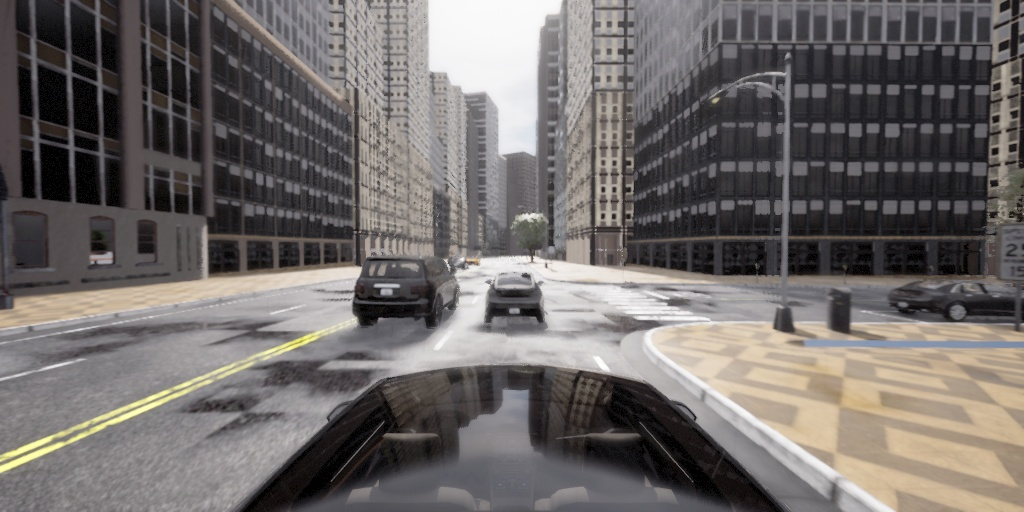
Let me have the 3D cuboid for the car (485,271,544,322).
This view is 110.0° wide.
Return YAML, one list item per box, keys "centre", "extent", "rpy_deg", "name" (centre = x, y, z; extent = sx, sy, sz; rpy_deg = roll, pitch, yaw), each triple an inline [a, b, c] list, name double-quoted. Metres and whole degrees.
- centre: [0.089, 1.286, 12.709]
  extent: [1.837, 1.490, 4.892]
  rpy_deg: [0, 1, 0]
  name: "car"

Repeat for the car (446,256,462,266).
- centre: [-9.775, 0.801, 60.862]
  extent: [1.837, 1.490, 4.892]
  rpy_deg: [0, 1, 1]
  name: "car"

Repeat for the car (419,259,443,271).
- centre: [-9.832, 1.028, 43.753]
  extent: [1.895, 1.301, 4.718]
  rpy_deg: [0, 0, 0]
  name: "car"

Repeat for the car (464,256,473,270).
- centre: [-6.578, 0.911, 44.838]
  extent: [2.128, 1.511, 4.902]
  rpy_deg: [0, 0, 0]
  name: "car"

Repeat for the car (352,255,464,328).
- centre: [-3.141, 0.979, 11.695]
  extent: [2.150, 2.045, 5.566]
  rpy_deg: [1, 0, 0]
  name: "car"

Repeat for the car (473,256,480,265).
- centre: [-6.525, 0.776, 60.668]
  extent: [1.882, 1.535, 5.008]
  rpy_deg: [0, 0, 1]
  name: "car"

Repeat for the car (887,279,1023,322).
- centre: [15.915, 1.493, 12.629]
  extent: [4.403, 1.370, 2.007]
  rpy_deg: [0, 0, -1]
  name: "car"
